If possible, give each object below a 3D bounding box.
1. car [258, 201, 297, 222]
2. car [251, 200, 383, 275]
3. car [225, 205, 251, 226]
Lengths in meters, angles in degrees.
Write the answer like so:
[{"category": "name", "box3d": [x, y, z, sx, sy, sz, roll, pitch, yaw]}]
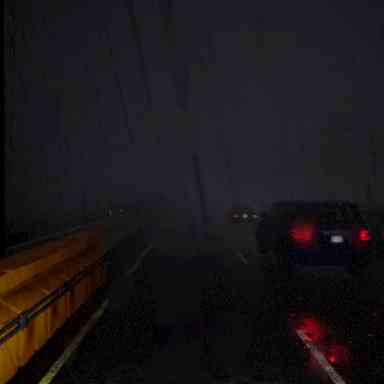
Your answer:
[{"category": "car", "box3d": [7.065, 1.592, 28.070, 2.128, 1.511, 4.902, 0, 0, 0]}, {"category": "car", "box3d": [3.548, 1.257, 10.724, 2.150, 2.045, 5.566, 0, -1, 1]}, {"category": "car", "box3d": [3.540, 1.634, 24.332, 2.033, 1.411, 5.357, 0, 0, 1]}]
